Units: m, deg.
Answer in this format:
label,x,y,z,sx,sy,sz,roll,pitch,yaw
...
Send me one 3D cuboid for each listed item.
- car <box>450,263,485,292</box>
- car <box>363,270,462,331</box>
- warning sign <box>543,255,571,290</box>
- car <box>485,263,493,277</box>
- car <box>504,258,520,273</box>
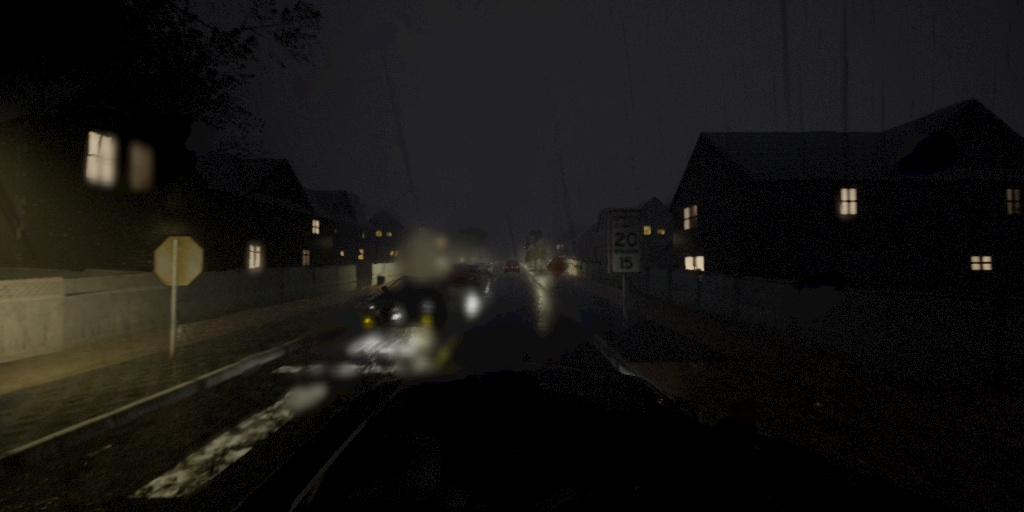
label,x,y,z,sx,sy,sz,roll,pitch,yaw
car,-2.862,1.211,21.384,1.882,1.535,5.008,0,0,0
car,-2.852,1.304,10.826,1.994,1.385,4.181,0,0,-1
warning sign,2.505,0.852,19.060,1.300,1.860,1.060,0,0,0
car,-2.858,1.332,35.071,1.895,1.301,4.718,0,0,0
car,0.022,1.283,42.305,2.033,1.411,5.357,0,0,0
